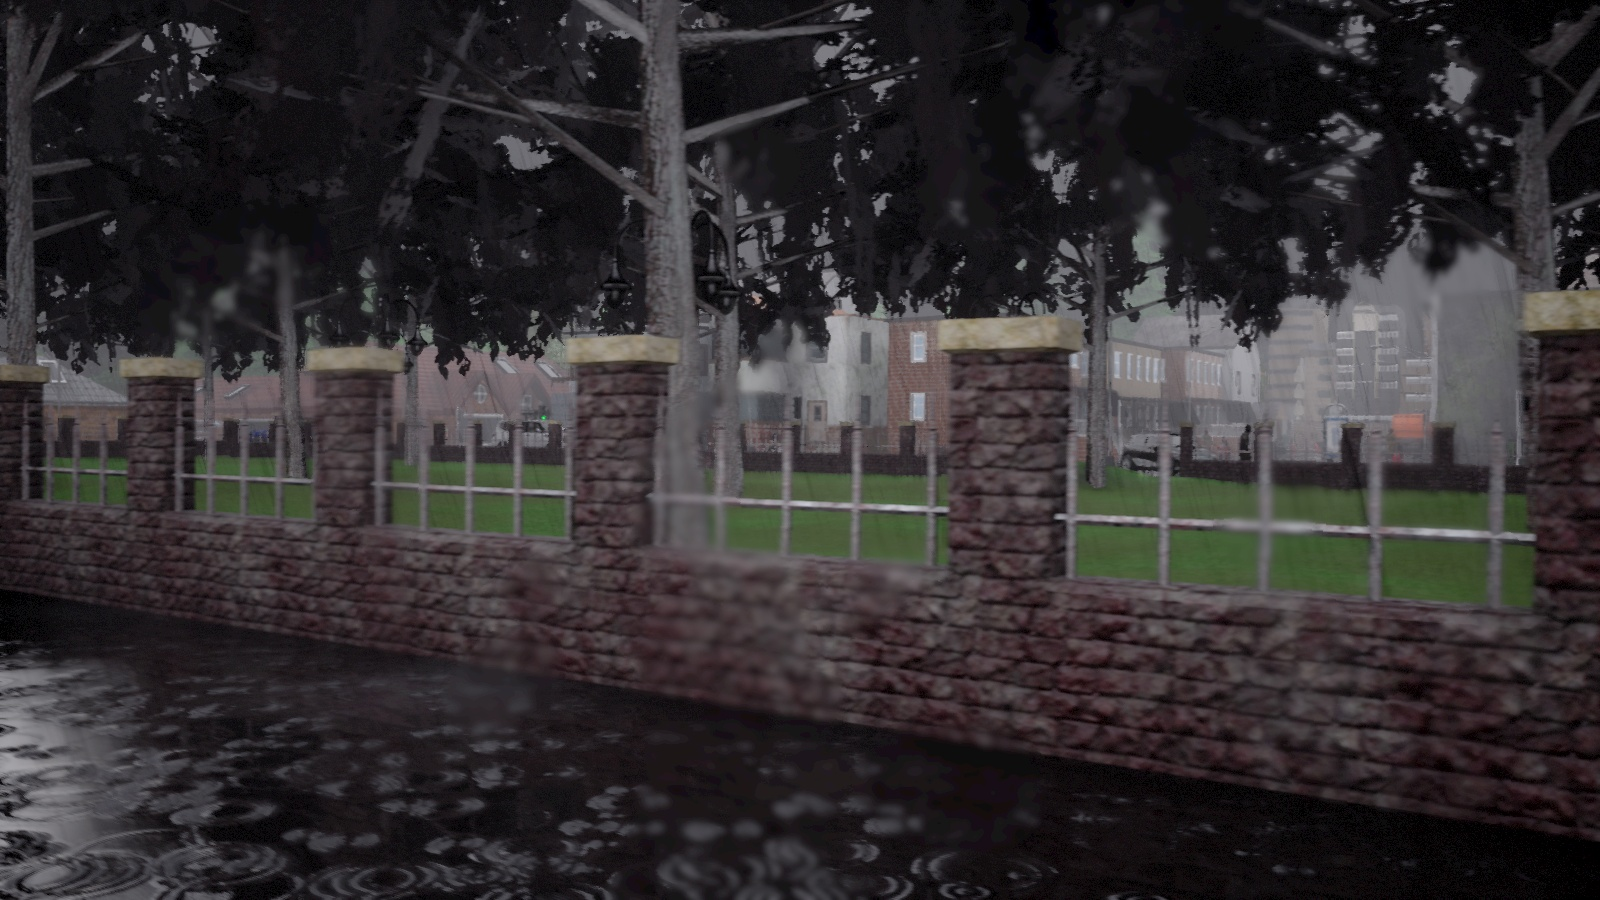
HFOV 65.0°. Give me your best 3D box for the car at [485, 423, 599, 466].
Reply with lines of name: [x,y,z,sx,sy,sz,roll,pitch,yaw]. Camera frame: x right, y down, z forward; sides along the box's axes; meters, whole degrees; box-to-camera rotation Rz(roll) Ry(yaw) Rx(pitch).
car: [-12.841,-0.284,62.321,5.566,2.045,2.150,0,1,32]

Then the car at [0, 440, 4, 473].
car: [-38.520,0.317,56.958,1.845,1.501,3.633,0,1,32]

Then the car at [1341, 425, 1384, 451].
car: [35.451,-0.771,79.071,1.851,1.617,3.988,0,1,34]

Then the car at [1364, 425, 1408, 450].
car: [40.312,-0.882,86.361,2.033,1.649,4.856,0,1,34]

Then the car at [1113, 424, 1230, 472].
car: [13.719,-0.100,46.695,2.033,1.649,4.856,-1,1,-13]

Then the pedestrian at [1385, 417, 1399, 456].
pedestrian: [29.045,-0.663,61.598,0.396,1.930,0.692,0,1,44]

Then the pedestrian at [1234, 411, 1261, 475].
pedestrian: [13.678,-0.206,38.360,0.692,1.930,0.395,0,1,37]

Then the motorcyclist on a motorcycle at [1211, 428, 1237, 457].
motorcyclist on a motorcycle: [22.714,-0.409,67.195,0.797,1.523,2.044,0,1,34]

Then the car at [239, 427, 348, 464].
car: [-29.662,-0.289,73.757,5.566,2.045,2.150,-1,1,-10]
